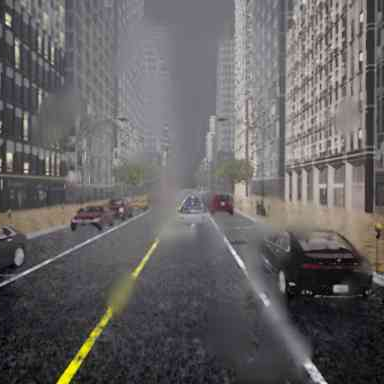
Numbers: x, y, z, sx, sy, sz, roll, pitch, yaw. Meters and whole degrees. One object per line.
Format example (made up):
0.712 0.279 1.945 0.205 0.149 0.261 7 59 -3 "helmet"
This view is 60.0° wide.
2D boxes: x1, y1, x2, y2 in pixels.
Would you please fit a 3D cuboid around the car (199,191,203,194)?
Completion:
2.662 1.030 59.329 1.967 1.590 4.097 -1 0 0 "car"

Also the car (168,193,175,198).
-5.729 0.930 93.430 1.802 1.307 4.206 -1 0 0 "car"

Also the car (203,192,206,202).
2.668 1.063 36.595 2.192 1.841 5.009 -1 0 0 "car"

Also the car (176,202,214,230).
0.094 1.465 19.745 1.895 1.301 4.718 0 0 0 "car"

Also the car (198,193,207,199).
2.656 0.980 82.064 2.008 1.369 4.403 -1 0 0 "car"

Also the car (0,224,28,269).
-5.700 1.494 8.175 2.008 1.369 4.403 -1 0 0 "car"

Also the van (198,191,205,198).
2.649 0.690 93.430 1.690 1.788 3.998 -1 0 0 "van"

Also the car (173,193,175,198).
-5.725 0.785 76.376 2.192 1.841 5.009 -1 0 0 "car"

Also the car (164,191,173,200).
-5.722 0.950 70.694 1.967 1.590 4.097 -1 0 0 "car"

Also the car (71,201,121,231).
-5.704 1.447 19.542 1.802 1.307 4.206 -1 0 0 "car"

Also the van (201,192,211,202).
2.659 0.891 65.012 1.690 1.788 3.998 -1 0 0 "van"

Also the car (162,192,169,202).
-5.718 1.141 59.327 2.008 1.369 4.403 -1 0 0 "car"

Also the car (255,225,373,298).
2.680 1.494 8.178 2.008 1.369 4.403 -1 0 0 "car"

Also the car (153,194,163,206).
-5.714 1.235 47.960 1.947 1.339 4.313 -1 0 0 "car"

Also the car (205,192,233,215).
2.670 1.103 30.911 2.192 1.841 5.009 -1 0 0 "car"

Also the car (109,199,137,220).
-5.707 1.267 25.225 1.967 1.590 4.097 -1 0 0 "car"

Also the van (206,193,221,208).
2.667 1.050 42.278 1.690 1.788 3.998 -1 0 0 "van"

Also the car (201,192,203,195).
2.666 1.110 47.962 1.967 1.590 4.097 -1 0 0 "car"

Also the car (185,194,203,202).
0.086 1.286 38.000 2.033 1.411 5.357 0 0 0 "car"

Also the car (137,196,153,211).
-5.710 1.275 36.423 1.752 1.417 4.829 -1 0 0 "car"
